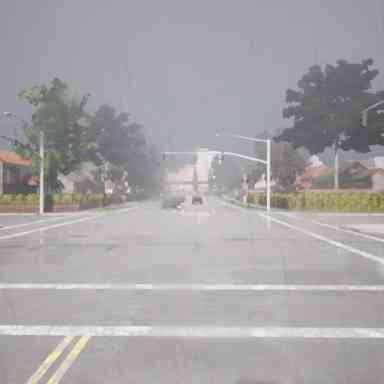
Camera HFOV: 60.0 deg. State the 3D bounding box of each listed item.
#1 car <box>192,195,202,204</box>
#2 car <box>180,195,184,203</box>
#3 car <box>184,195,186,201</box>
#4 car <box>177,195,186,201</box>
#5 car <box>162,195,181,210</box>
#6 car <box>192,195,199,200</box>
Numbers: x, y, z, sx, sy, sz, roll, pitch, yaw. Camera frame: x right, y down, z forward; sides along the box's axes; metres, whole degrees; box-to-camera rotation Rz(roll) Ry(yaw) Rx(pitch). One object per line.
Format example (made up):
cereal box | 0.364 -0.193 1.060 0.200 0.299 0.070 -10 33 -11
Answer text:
car | 0.973 1.469 63.410 1.837 1.490 4.892 0 0 0
car | -2.770 1.475 53.700 1.837 1.490 4.892 0 0 1
car | -2.621 1.510 67.077 2.033 1.411 5.357 0 0 1
car | -2.507 1.423 81.027 1.882 1.535 5.008 0 0 0
car | -2.852 1.523 43.437 2.033 1.411 5.357 0 0 0
car | 1.051 1.465 89.522 1.812 1.442 4.674 0 0 0
